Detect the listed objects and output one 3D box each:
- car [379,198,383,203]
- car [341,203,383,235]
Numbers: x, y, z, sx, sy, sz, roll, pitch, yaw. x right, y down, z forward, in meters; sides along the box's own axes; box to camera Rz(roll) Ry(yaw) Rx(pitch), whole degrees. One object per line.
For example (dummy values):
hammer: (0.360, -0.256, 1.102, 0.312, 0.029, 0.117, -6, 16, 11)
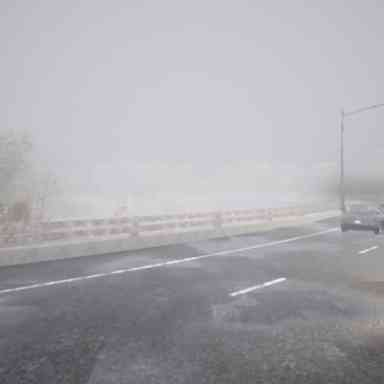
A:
car: (27.174, 1.548, 46.175, 1.994, 1.385, 4.181, 0, 0, 24)
car: (10.163, 1.557, 19.195, 1.994, 1.385, 4.181, 0, 0, 42)
